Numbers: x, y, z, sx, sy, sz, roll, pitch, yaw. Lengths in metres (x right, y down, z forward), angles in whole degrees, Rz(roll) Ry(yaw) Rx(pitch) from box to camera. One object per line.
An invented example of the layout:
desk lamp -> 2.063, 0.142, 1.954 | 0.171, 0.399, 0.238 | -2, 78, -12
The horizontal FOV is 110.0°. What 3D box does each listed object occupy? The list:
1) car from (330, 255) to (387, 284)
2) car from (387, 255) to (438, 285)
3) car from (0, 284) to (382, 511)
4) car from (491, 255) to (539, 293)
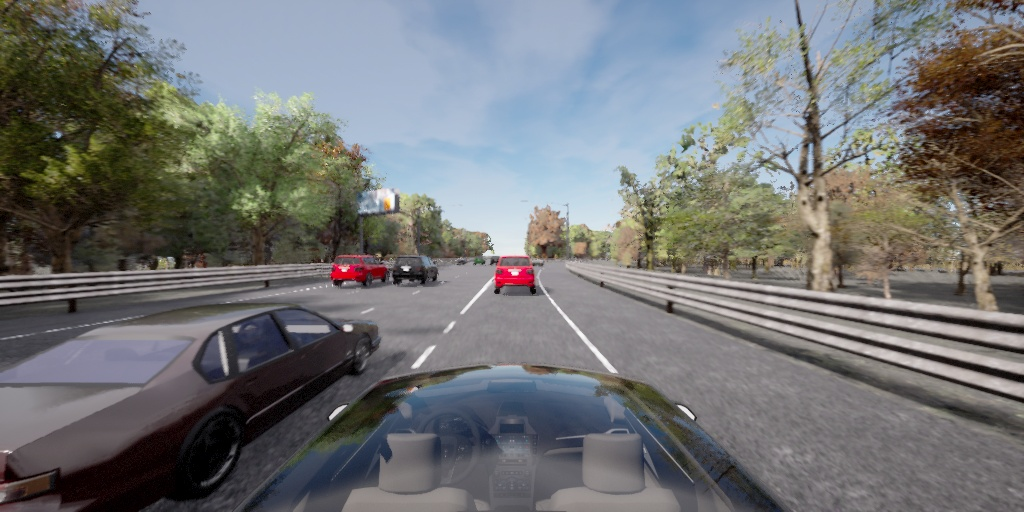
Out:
car -> -10.395, 0.973, 24.909 | 2.150, 2.045, 5.566 | 0, 0, 0
car -> -6.896, 0.973, 26.060 | 2.150, 2.045, 5.566 | 0, 0, 0
car -> -3.400, 1.298, 4.370 | 2.033, 1.411, 5.357 | 0, 0, 0
car -> 0.220, 0.970, 20.814 | 2.150, 2.045, 5.566 | 0, 0, 2
